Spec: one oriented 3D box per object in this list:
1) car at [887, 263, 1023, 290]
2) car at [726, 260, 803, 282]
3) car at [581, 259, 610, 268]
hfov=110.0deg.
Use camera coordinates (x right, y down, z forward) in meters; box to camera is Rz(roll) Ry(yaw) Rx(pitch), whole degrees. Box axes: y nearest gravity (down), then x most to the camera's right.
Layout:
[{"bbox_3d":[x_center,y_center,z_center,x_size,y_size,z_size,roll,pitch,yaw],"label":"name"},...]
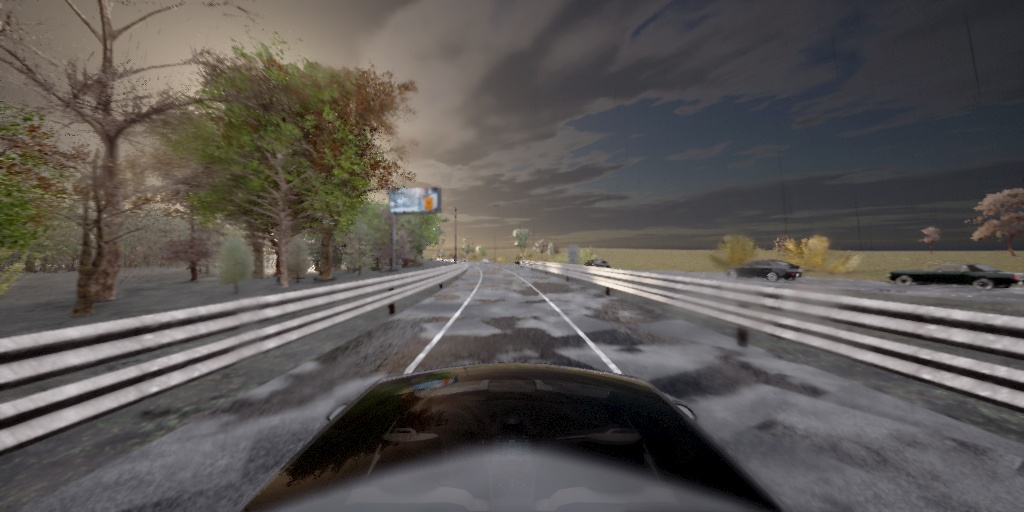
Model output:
[{"bbox_3d":[23.721,1.042,19.340,1.895,1.301,4.718,-1,0,-19],"label":"car"},{"bbox_3d":[17.850,1.018,25.662,1.837,1.490,4.892,-1,0,-19],"label":"car"},{"bbox_3d":[10.719,1.147,46.446,1.837,1.490,4.892,-1,0,-19],"label":"car"}]
